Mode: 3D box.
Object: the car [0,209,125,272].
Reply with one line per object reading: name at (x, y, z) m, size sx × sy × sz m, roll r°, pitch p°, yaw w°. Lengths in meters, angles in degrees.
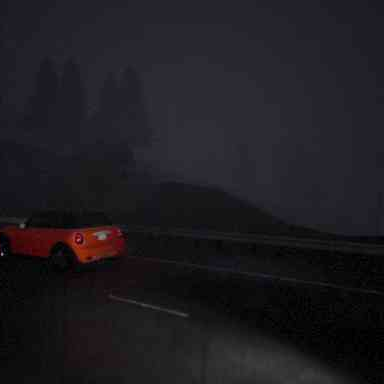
car at (-4.441, 1.353, 10.950) m, size 4.553 × 1.767 × 2.097 m, roll 0°, pitch 0°, yaw 32°
